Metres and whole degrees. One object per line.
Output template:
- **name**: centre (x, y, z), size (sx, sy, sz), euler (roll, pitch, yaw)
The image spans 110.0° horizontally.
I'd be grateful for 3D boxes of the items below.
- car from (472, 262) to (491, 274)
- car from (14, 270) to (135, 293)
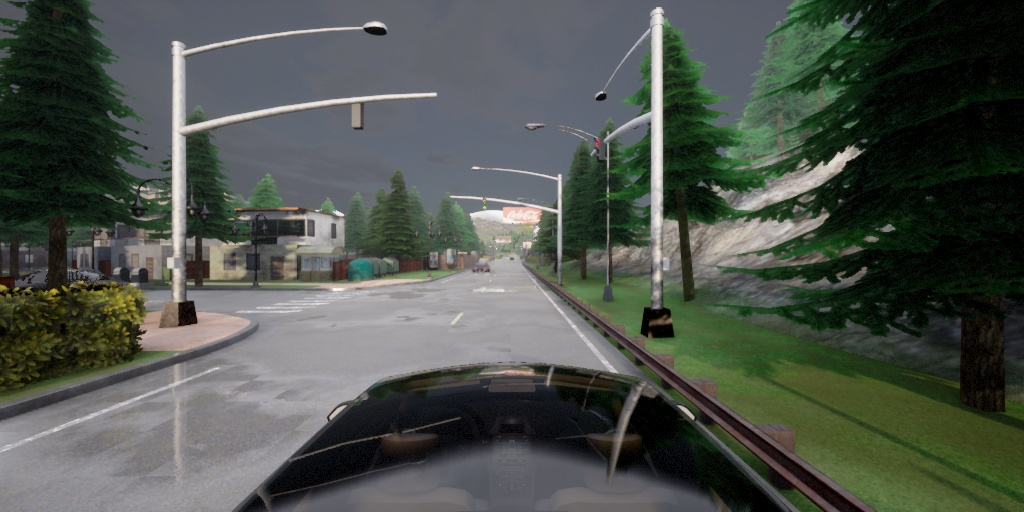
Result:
- **car**: centre (-3.488, 1.376, 41.571), size (1.994, 1.385, 4.181), euler (0, 1, 0)
- **car**: centre (-20.024, 1.409, 16.398), size (4.892, 1.490, 1.837), euler (1, 0, 5)
